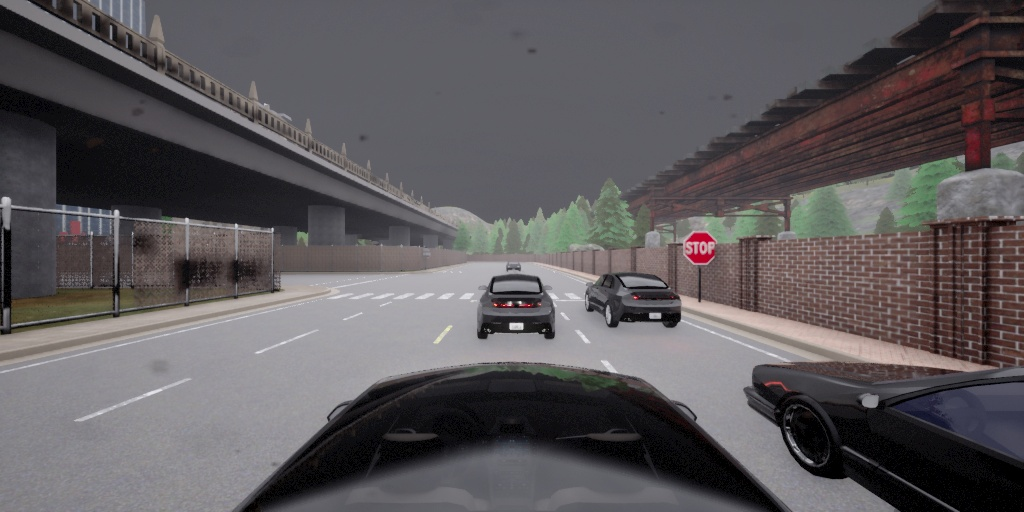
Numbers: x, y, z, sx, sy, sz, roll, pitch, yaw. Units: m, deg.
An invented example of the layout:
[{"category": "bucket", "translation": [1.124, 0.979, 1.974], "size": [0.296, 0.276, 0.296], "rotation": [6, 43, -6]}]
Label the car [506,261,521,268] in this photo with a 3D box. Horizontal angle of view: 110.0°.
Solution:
[{"category": "car", "translation": [0.182, 1.351, 46.334], "size": [1.895, 1.301, 4.718], "rotation": [0, 0, -1]}]

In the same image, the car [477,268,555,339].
[{"category": "car", "translation": [0.098, 1.255, 10.055], "size": [1.837, 1.490, 4.892], "rotation": [0, 0, 0]}]

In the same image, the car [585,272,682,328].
[{"category": "car", "translation": [3.600, 1.255, 11.414], "size": [1.837, 1.490, 4.892], "rotation": [0, 0, 0]}]

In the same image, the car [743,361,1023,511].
[{"category": "car", "translation": [3.600, 1.297, 1.668], "size": [2.033, 1.411, 5.357], "rotation": [0, 0, 0]}]
